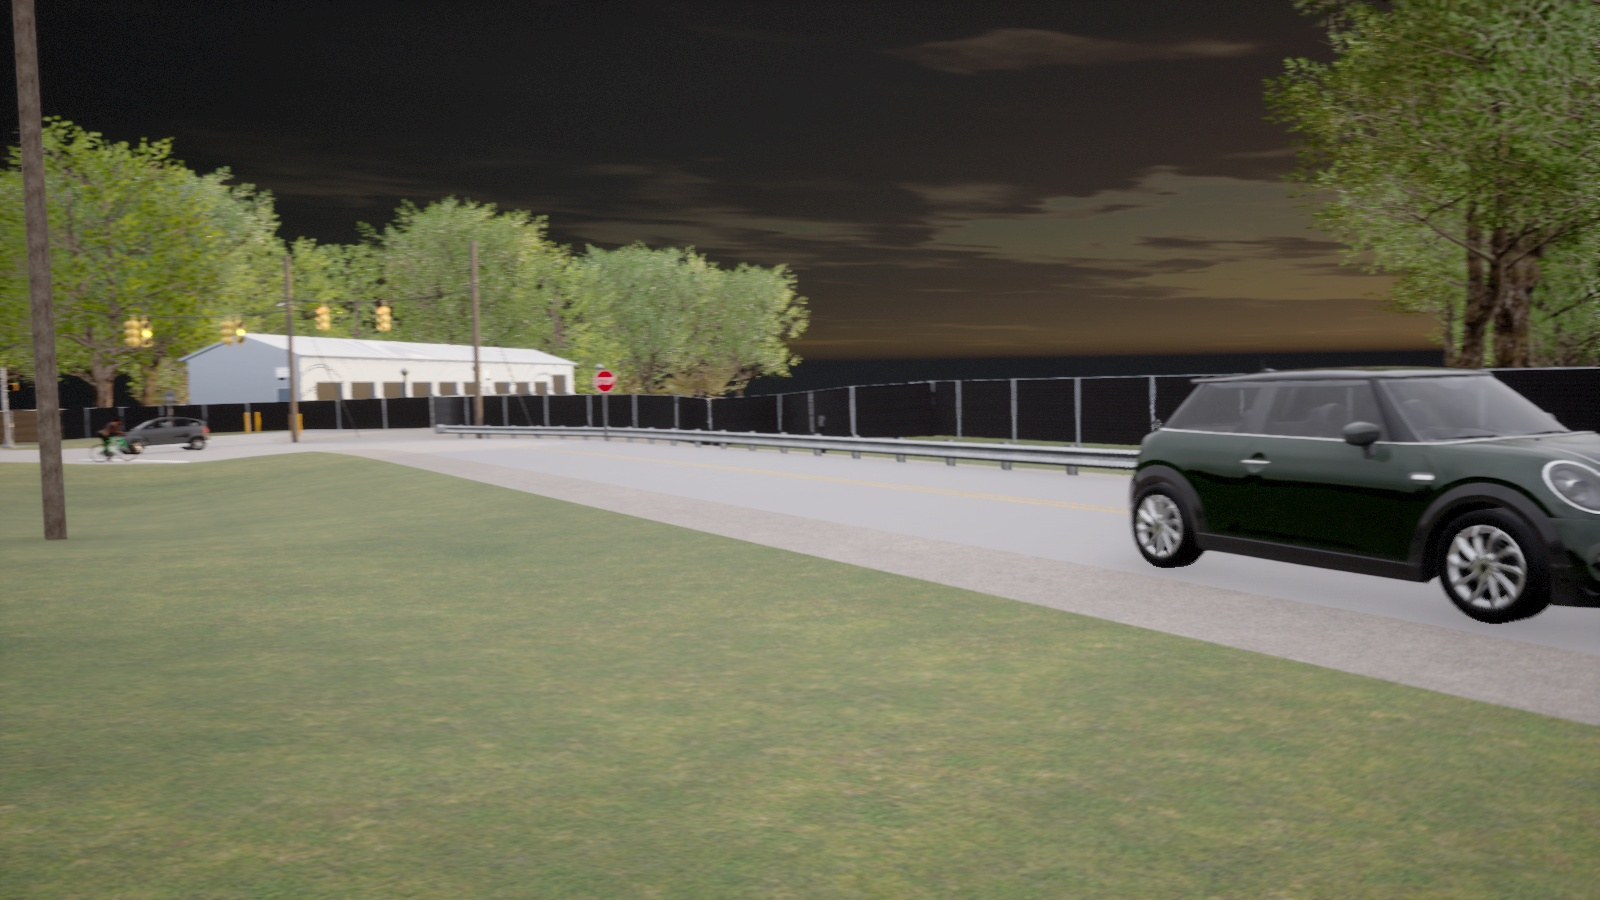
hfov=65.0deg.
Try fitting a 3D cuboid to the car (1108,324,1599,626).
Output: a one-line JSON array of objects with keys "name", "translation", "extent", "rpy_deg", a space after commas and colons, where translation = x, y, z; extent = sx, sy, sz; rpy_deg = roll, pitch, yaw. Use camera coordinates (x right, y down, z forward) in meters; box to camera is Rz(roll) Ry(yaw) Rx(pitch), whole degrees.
[{"name": "car", "translation": [4.719, 0.034, 9.623], "extent": [2.097, 1.767, 4.553], "rpy_deg": [-4, 3, -26]}]

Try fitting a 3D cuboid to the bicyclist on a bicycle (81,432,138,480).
[{"name": "bicyclist on a bicycle", "translation": [-25.120, 0.196, 45.721], "extent": [0.582, 1.620, 1.656], "rpy_deg": [1, 5, 38]}]

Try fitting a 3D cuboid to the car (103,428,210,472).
[{"name": "car", "translation": [-28.208, -0.013, 55.122], "extent": [3.705, 1.549, 1.789], "rpy_deg": [-7, 3, -43]}]
